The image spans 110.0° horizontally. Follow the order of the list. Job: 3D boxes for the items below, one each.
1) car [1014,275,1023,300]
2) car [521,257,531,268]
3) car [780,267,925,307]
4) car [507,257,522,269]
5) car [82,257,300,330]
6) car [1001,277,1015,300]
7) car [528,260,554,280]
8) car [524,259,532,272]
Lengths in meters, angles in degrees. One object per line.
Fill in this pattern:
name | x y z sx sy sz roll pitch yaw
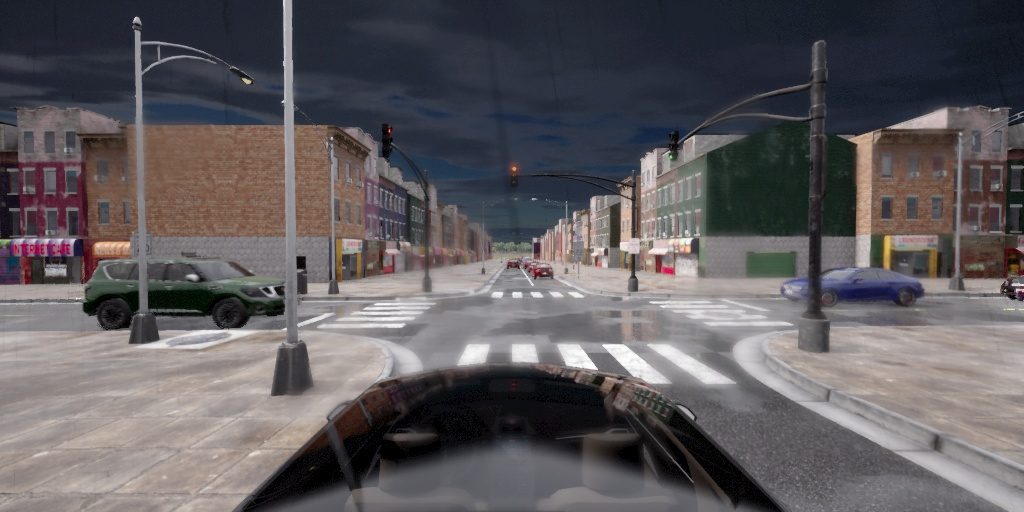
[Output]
car | 19.521 1.144 11.128 5.008 1.535 1.882 0 1 0
car | 2.744 1.293 53.795 1.888 1.381 4.507 0 0 0
car | 13.299 1.160 14.113 4.674 1.442 1.812 0 1 1
car | 0.212 1.225 55.709 1.882 1.535 5.008 0 0 0
car | -9.789 1.065 11.186 5.566 2.045 2.150 0 1 0
car | 22.461 1.087 14.069 4.902 1.511 2.128 0 1 0
car | 2.698 1.292 31.665 1.888 1.381 4.507 0 0 0
car | 2.721 1.329 42.730 1.802 1.307 4.207 0 0 0
